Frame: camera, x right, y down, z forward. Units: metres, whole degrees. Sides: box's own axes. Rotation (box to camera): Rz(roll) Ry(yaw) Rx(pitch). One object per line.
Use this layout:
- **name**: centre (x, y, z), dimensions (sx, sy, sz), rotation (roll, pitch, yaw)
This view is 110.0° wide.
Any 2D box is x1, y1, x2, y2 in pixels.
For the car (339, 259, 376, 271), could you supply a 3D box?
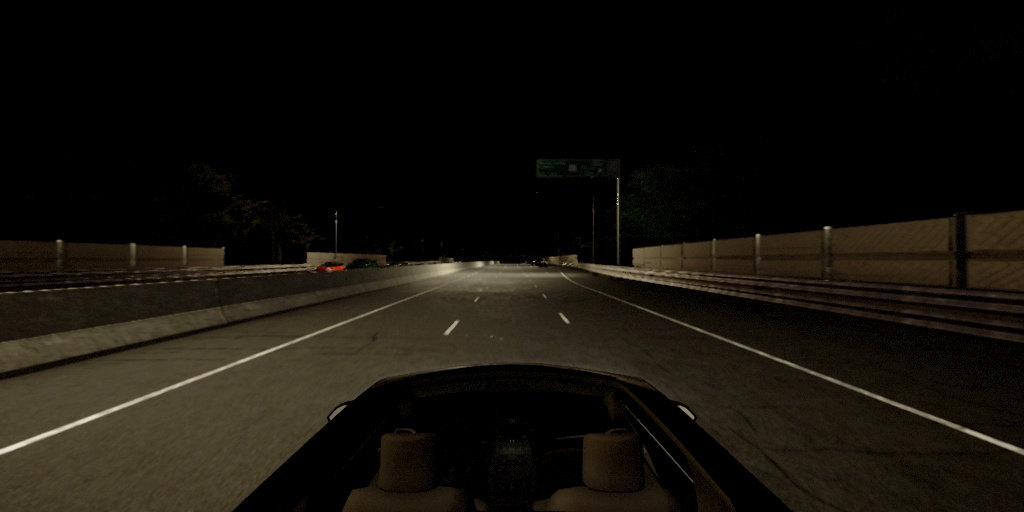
- **car**: centre (-17.560, 1.353, 42.038), dimensions (2.150, 2.045, 5.566), rotation (0, -1, 0)

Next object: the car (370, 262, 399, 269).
- **car**: centre (-14.063, 1.672, 41.527), dimensions (2.033, 1.411, 5.357), rotation (0, -1, 0)

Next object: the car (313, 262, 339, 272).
- **car**: centre (-21.060, 1.476, 41.614), dimensions (2.097, 1.767, 4.553), rotation (0, 0, 0)
